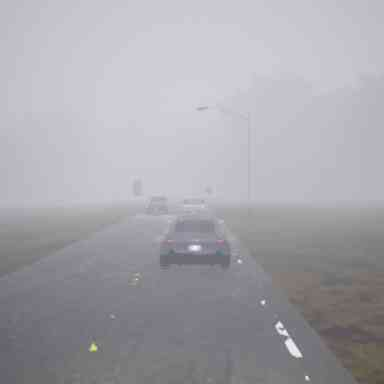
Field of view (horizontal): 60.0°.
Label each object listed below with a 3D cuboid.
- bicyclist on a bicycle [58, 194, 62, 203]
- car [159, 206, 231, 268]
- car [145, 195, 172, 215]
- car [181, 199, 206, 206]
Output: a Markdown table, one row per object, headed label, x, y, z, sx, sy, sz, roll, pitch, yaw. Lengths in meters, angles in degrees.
| label | x | y | z | sx | sy | sz | roll | pitch | yaw |
| --- | --- | --- | --- | --- | --- | --- | --- | --- | --- |
| bicyclist on a bicycle | -22.485 | 1.084 | 56.547 | 0.582 | 1.620 | 1.656 | -1 | 1 | 0 |
| car | 0.096 | 1.363 | 10.507 | 1.994 | 1.385 | 4.181 | 0 | 1 | 0 |
| car | -2.771 | 1.053 | 28.189 | 1.837 | 1.490 | 4.892 | 0 | 1 | 0 |
| car | 0.141 | 1.170 | 26.511 | 1.895 | 1.301 | 4.718 | 0 | 1 | 0 |
